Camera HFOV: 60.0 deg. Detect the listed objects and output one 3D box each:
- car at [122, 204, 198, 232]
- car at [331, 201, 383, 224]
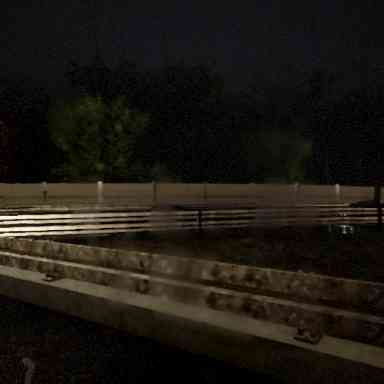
[{"bbox_3d":[-1.902,1.483,20.254,4.674,1.442,1.812,-1,0,-16],"label":"car"},{"bbox_3d":[12.593,1.472,24.507,4.892,1.490,1.837,-1,0,-16],"label":"car"}]
